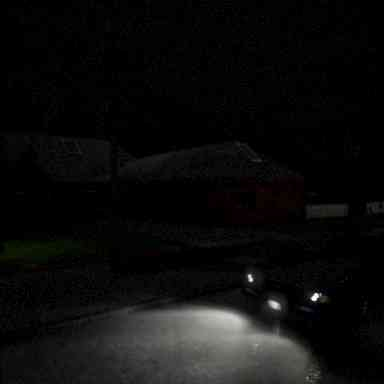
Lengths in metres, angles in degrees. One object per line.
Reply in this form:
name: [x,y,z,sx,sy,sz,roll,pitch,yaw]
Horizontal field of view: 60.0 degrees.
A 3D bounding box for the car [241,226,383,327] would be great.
car: [3.553,1.475,7.086,5.357,1.411,2.033,-1,0,-35]
